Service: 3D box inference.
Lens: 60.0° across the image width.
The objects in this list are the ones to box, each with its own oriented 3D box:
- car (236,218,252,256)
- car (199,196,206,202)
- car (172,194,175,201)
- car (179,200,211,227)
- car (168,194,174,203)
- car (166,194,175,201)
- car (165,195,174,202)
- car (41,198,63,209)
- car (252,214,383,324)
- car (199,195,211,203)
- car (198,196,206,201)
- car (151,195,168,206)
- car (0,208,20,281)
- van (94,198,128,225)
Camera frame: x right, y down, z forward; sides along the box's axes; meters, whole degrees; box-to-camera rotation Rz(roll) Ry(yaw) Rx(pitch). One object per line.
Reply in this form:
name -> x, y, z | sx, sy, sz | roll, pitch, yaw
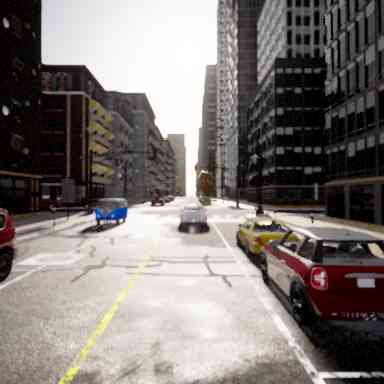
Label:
car -> 2.705, 1.522, 12.802 | 1.752, 1.417, 4.829 | 1, 0, 0
car -> 2.682, 1.681, 84.566 | 1.752, 1.417, 4.829 | 0, 0, 0
car -> -5.697, 1.713, 78.732 | 1.802, 1.307, 4.206 | 0, 0, 0
car -> 0.098, 1.527, 22.611 | 1.812, 1.442, 4.674 | 0, 0, 0
car -> -5.696, 1.675, 73.069 | 1.947, 1.339, 4.313 | 0, 0, 0
car -> -5.697, 1.495, 90.060 | 2.192, 1.841, 5.009 | 0, 0, 0
car -> -5.698, 1.595, 84.395 | 1.967, 1.590, 4.097 | 0, 0, 0
car -> -19.061, 1.511, 43.083 | 4.507, 1.381, 1.887 | 0, -1, 0
car -> 2.705, 1.437, 7.108 | 1.967, 1.590, 4.097 | 1, 0, 0
car -> 2.687, 1.599, 61.916 | 1.752, 1.417, 4.829 | 0, 0, 0
car -> 2.681, 1.746, 90.060 | 1.947, 1.339, 4.313 | 0, 0, 0
car -> -5.691, 1.373, 56.083 | 2.192, 1.841, 5.009 | 0, 0, 0
car -> -5.688, 1.312, 7.107 | 2.192, 1.841, 5.009 | 1, 0, 0
van -> -5.663, 1.343, 23.677 | 1.690, 1.788, 3.998 | 1, 0, 0
